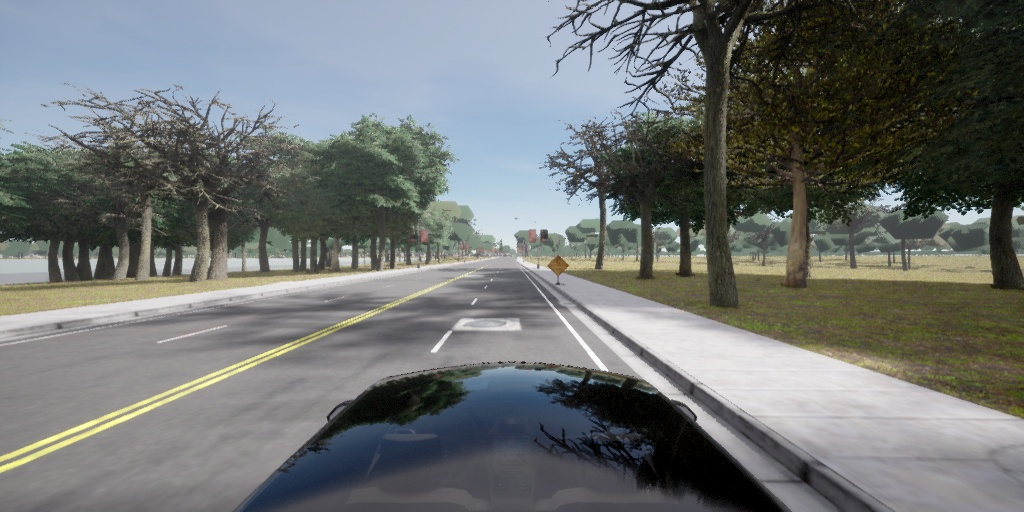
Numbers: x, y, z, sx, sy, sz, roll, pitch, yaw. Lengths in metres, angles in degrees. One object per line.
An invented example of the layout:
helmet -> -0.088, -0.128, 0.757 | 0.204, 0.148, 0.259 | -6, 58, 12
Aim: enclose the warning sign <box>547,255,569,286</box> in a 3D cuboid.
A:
warning sign -> 2.811, 0.870, 21.826 | 1.300, 1.860, 1.060 | 0, 0, 0
